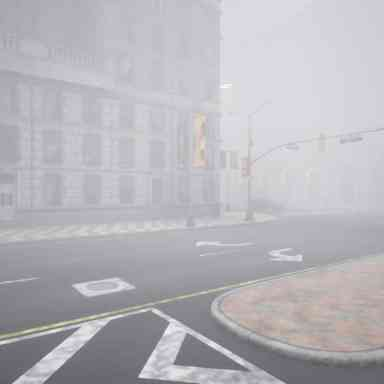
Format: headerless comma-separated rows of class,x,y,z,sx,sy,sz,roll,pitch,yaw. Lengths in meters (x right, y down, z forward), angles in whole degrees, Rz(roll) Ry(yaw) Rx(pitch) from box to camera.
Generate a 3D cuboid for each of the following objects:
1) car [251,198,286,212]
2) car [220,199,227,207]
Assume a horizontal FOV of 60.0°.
car,8.525,1.504,38.157,1.837,1.490,4.892,0,0,-36
car,3.355,1.493,51.380,2.128,1.511,4.902,0,0,-35
